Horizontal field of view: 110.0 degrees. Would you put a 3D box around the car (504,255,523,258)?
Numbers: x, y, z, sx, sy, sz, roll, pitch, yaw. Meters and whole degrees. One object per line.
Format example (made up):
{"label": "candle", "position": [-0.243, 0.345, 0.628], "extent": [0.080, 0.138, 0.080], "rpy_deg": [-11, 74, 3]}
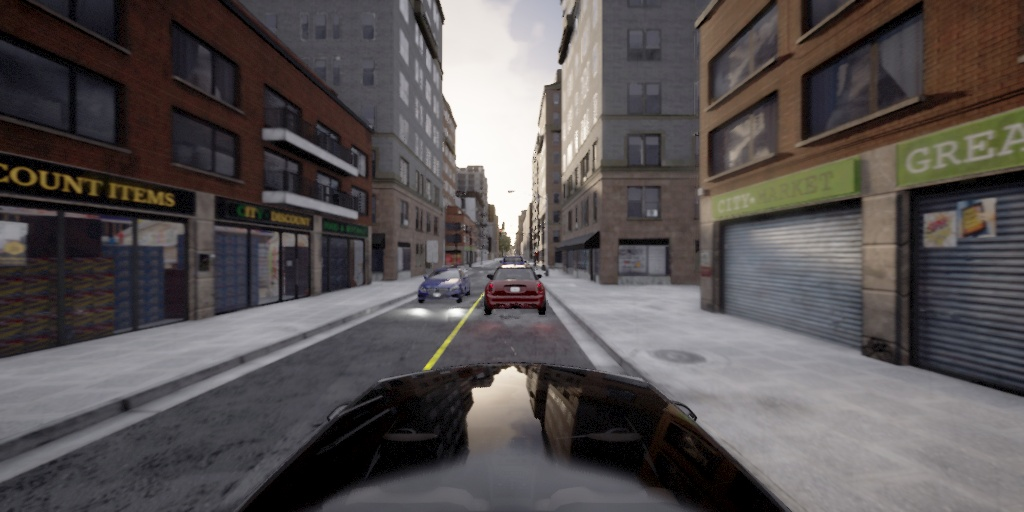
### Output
{"label": "car", "position": [0.096, 0.967, 31.202], "extent": [2.150, 2.045, 5.566], "rpy_deg": [0, 0, 0]}

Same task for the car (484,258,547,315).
{"label": "car", "position": [0.099, 1.102, 13.752], "extent": [2.097, 1.767, 4.553], "rpy_deg": [0, 0, 0]}

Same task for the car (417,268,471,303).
{"label": "car", "position": [-3.002, 1.290, 16.667], "extent": [1.812, 1.442, 4.674], "rpy_deg": [0, 0, 0]}
